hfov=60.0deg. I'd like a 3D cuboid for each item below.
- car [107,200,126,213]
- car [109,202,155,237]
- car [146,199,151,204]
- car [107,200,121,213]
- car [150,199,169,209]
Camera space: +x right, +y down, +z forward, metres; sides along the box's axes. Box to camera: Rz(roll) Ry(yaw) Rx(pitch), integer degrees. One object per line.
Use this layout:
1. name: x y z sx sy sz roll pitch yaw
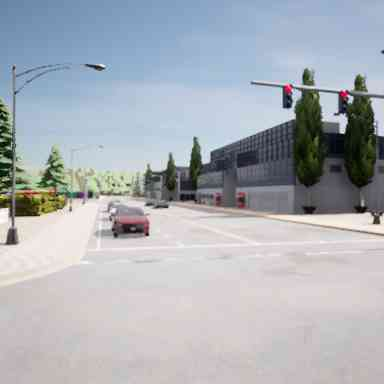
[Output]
1. car: -9.517 1.742 41.432 2.128 1.511 4.902 0 0 -15
2. car: -3.572 1.596 19.068 1.882 1.535 5.008 0 0 -15
3. car: -7.356 1.960 60.806 1.994 1.385 4.181 0 0 -15
4. car: -6.200 1.703 28.983 1.812 1.442 4.674 0 0 -15
5. car: -4.793 1.905 51.415 1.994 1.385 4.181 0 0 -14
